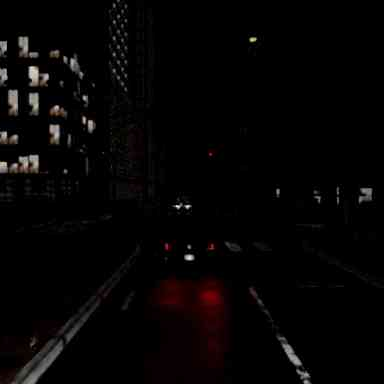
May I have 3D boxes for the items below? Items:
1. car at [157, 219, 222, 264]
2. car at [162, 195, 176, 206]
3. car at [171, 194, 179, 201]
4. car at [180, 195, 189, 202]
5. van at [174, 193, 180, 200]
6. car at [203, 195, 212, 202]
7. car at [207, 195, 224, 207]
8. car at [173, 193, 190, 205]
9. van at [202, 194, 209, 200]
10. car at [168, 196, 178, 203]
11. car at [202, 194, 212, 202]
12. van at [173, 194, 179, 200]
[{"bbox_3d":[-0.122,1.602,11.815,1.895,1.301,4.718,0,0,-1],"label":"car"},{"bbox_3d":[-4.095,1.598,56.543,1.802,1.307,4.206,0,0,0],"label":"car"},{"bbox_3d":[-4.251,1.434,84.181,1.967,1.590,4.097,0,0,0],"label":"car"},{"bbox_3d":[-1.627,1.521,73.787,1.812,1.442,4.674,0,0,0],"label":"car"},{"bbox_3d":[-4.313,1.324,95.236,1.690,1.788,3.998,0,0,0],"label":"van"},{"bbox_3d":[3.661,1.440,78.698,1.967,1.590,4.097,0,0,0],"label":"car"},{"bbox_3d":[3.865,1.584,51.061,1.947,1.339,4.313,0,0,0],"label":"car"},{"bbox_3d":[-1.587,1.235,58.298,2.150,2.045,5.566,0,0,0],"label":"car"},{"bbox_3d":[3.598,1.329,89.752,1.690,1.788,3.998,0,0,0],"label":"van"},{"bbox_3d":[-4.188,1.571,73.125,1.947,1.339,4.313,0,0,0],"label":"car"},{"bbox_3d":[3.692,1.320,73.169,2.192,1.841,5.009,0,0,0],"label":"car"},{"bbox_3d":[-4.282,1.330,89.708,1.690,1.788,3.998,0,0,0],"label":"van"}]
